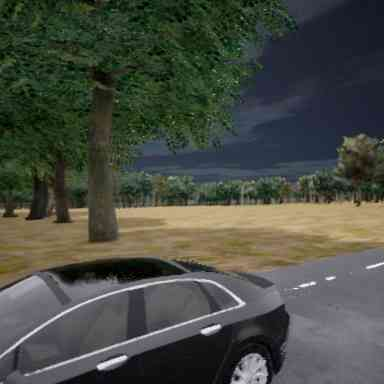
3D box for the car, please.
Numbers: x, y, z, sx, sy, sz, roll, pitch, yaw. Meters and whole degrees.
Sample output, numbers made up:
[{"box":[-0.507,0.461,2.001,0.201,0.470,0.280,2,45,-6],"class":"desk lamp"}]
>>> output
[{"box":[-1.071,1.510,3.273,4.892,1.490,1.837,0,0,-36],"class":"car"}]
